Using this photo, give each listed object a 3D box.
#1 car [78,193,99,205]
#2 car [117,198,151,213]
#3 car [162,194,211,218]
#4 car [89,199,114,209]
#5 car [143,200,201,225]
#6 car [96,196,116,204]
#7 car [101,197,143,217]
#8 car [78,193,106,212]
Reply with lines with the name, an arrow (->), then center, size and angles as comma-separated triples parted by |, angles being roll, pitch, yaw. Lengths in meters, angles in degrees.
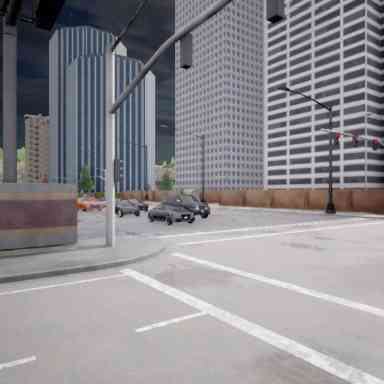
car -> -19.256, 1.222, 61.786 | 2.150, 2.045, 5.566 | 0, 0, -35
car -> -6.591, 1.478, 37.446 | 1.882, 1.535, 5.008 | 0, 0, -35
car -> -0.715, 1.221, 29.123 | 2.150, 2.045, 5.566 | 0, 0, -35
car -> -12.501, 1.601, 45.847 | 1.895, 1.301, 4.718 | 0, 0, -35
car -> -1.563, 1.564, 24.257 | 1.994, 1.385, 4.181 | 0, 0, -35
car -> -16.667, 1.547, 64.169 | 2.033, 1.411, 5.357 | 0, 0, -34
car -> -6.541, 1.505, 31.303 | 1.837, 1.490, 4.892 | 0, 0, -35
car -> -12.190, 1.353, 39.316 | 2.097, 1.767, 4.553 | 0, 0, -35
